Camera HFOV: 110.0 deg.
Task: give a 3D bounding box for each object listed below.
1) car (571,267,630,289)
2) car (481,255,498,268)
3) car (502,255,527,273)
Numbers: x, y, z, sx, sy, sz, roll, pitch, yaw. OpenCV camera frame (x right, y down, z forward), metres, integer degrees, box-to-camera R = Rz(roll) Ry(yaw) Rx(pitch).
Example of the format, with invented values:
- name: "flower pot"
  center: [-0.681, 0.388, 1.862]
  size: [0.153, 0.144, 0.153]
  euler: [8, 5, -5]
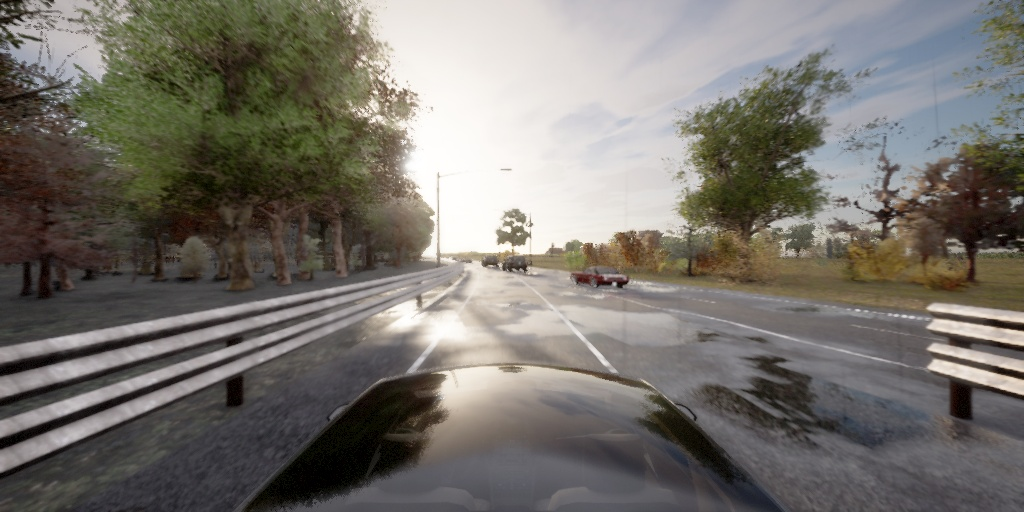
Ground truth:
- name: "car"
  center: [5.461, 1.348, 22.983]
  size: [1.895, 1.301, 4.718]
  euler: [1, 0, -14]
- name: "car"
  center: [-3.814, 0.902, 61.249]
  size: [2.150, 2.045, 5.566]
  euler: [0, 0, -14]
- name: "car"
  center: [0.279, 0.946, 44.306]
  size: [2.150, 2.045, 5.566]
  euler: [0, 0, -14]
